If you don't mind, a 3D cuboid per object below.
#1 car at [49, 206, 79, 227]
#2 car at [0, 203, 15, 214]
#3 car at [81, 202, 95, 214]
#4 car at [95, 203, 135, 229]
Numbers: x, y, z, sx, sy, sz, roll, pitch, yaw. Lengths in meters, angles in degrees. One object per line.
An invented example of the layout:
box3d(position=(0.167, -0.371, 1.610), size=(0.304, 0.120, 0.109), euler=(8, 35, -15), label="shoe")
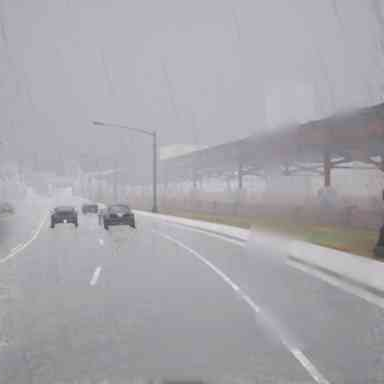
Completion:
box3d(position=(-10.007, 1.873, 26.079), size=(1.837, 1.490, 4.892), euler=(0, -1, -22), label="car")
box3d(position=(-25.906, 2.256, 46.267), size=(1.837, 1.490, 4.892), euler=(0, -1, -22), label="car")
box3d(position=(-13.390, 2.083, 43.715), size=(1.882, 1.535, 5.008), euler=(0, -1, -22), label="car")
box3d(position=(-5.641, 1.663, 24.517), size=(2.097, 1.767, 4.553), euler=(0, -1, -21), label="car")
